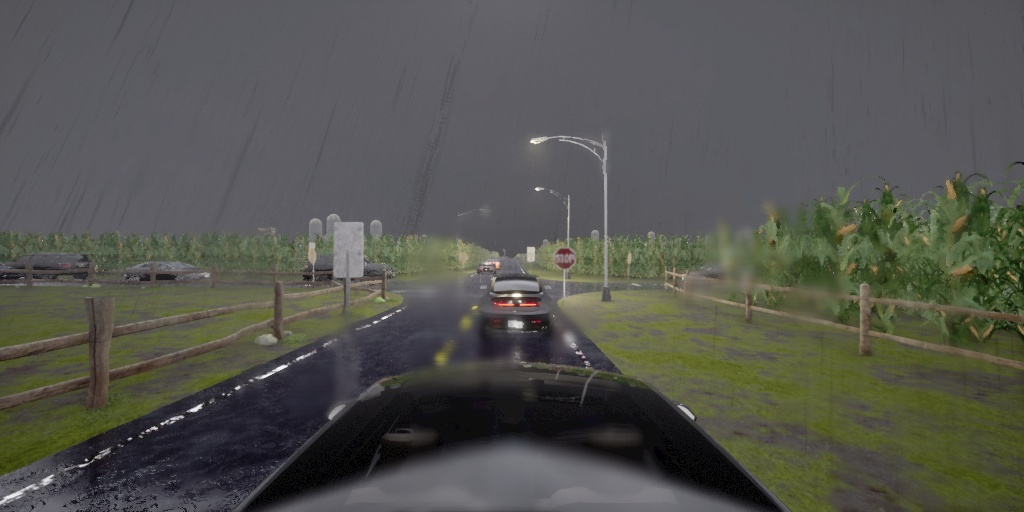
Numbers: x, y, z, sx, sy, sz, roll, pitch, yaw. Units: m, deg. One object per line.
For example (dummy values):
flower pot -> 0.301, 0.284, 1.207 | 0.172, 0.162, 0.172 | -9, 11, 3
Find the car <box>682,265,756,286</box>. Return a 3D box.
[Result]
car -> 14.874, 1.361, 25.897 | 4.902, 1.511, 2.128 | 0, -1, 1

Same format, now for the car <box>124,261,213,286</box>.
car -> -22.234, 1.104, 23.366 | 4.902, 1.511, 2.128 | 0, -1, 1

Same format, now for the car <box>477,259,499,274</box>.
car -> -2.802, 1.304, 40.892 | 1.994, 1.385, 4.181 | 0, 0, 0

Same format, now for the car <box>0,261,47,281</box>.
car -> -34.215, 1.153, 23.502 | 4.718, 1.301, 1.895 | 0, -1, 1

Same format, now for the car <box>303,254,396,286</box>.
car -> -10.608, 0.904, 23.605 | 5.566, 2.045, 2.150 | 0, 0, -5

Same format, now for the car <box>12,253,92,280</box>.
car -> -34.442, 0.801, 26.455 | 5.566, 2.045, 2.150 | 0, -1, 1

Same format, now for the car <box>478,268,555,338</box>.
car -> 0.108, 1.256, 10.248 | 1.837, 1.490, 4.892 | 0, 0, 0

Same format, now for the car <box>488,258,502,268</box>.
car -> -2.777, 1.086, 50.982 | 2.097, 1.767, 4.553 | 0, 0, 0
